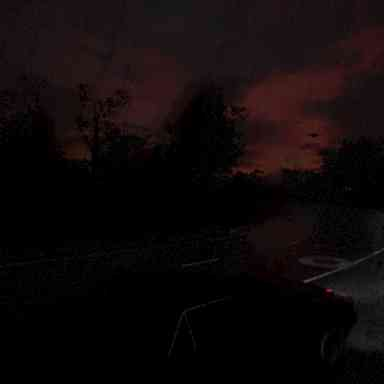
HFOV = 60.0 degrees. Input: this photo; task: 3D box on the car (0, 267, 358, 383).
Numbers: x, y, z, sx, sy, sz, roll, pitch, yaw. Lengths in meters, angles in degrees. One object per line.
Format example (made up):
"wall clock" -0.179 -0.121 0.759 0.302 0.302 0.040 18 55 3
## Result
"car" 0.036 1.638 4.007 4.718 1.301 1.895 1 -1 -38
